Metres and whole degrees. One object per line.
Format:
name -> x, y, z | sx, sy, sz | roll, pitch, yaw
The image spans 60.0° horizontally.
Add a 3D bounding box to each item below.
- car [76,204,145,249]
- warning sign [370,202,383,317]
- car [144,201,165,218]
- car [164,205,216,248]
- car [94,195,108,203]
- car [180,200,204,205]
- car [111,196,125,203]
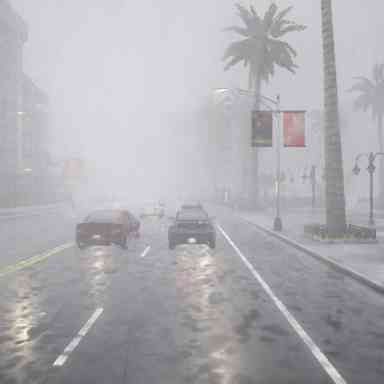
car -> -3.500, 1.485, 14.650 | 1.882, 1.535, 5.008 | 0, 0, 0
warning sign -> 3.800, 1.115, 5.361 | 1.300, 1.860, 1.060 | 0, 0, 0
car -> -3.500, 1.534, 29.650 | 1.812, 1.442, 4.674 | 0, 0, 0
car -> 0.000, 1.517, 14.650 | 1.837, 1.490, 4.892 | 0, 0, 0
car -> -18.888, 1.337, 69.207 | 2.097, 1.767, 4.553 | 0, 0, -28
car -> 0.000, 1.485, 29.650 | 1.882, 1.535, 5.008 | 0, 0, 0
car -> -15.906, 1.517, 71.037 | 2.033, 1.411, 5.357 | 0, 0, -28
